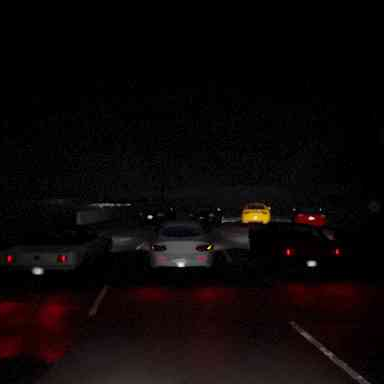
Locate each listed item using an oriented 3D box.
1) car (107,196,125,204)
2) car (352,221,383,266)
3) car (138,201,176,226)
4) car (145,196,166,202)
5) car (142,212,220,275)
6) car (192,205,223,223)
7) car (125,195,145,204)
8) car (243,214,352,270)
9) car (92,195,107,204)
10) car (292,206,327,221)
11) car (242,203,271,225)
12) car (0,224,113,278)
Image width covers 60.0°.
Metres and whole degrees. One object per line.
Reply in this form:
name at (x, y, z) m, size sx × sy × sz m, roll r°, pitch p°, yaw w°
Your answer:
car at (-12.973, 1.412, 60.023) m, size 1.895 × 1.301 × 4.718 m, roll 0°, pitch 1°, yaw 12°
car at (6.659, 1.641, 11.308) m, size 1.895 × 1.301 × 4.718 m, roll 0°, pitch 0°, yaw -1°
car at (-2.419, 1.657, 24.480) m, size 1.994 × 1.385 × 4.181 m, roll 0°, pitch 0°, yaw 12°
car at (-6.132, 1.391, 58.609) m, size 1.895 × 1.301 × 4.718 m, roll 0°, pitch 1°, yaw 12°
car at (-0.308, 1.571, 10.528) m, size 1.812 × 1.442 × 4.674 m, roll 0°, pitch -1°, yaw -1°
car at (1.010, 1.647, 23.790) m, size 1.994 × 1.385 × 4.181 m, roll 0°, pitch 0°, yaw 12°
car at (-9.559, 1.278, 59.307) m, size 1.882 × 1.535 × 5.008 m, roll 0°, pitch 1°, yaw 12°
car at (3.171, 1.644, 11.142) m, size 1.895 × 1.301 × 4.718 m, roll 0°, pitch 0°, yaw -1°
car at (-16.394, 1.346, 60.740) m, size 1.812 × 1.442 × 4.674 m, roll 0°, pitch 1°, yaw 12°
car at (7.975, 1.625, 22.904) m, size 1.994 × 1.385 × 4.181 m, roll 0°, pitch 0°, yaw 12°
car at (4.712, 1.545, 24.397) m, size 1.882 × 1.535 × 5.008 m, roll 0°, pitch 0°, yaw 12°
car at (-3.799, 1.648, 10.307) m, size 1.895 × 1.301 × 4.718 m, roll 0°, pitch 0°, yaw -2°
